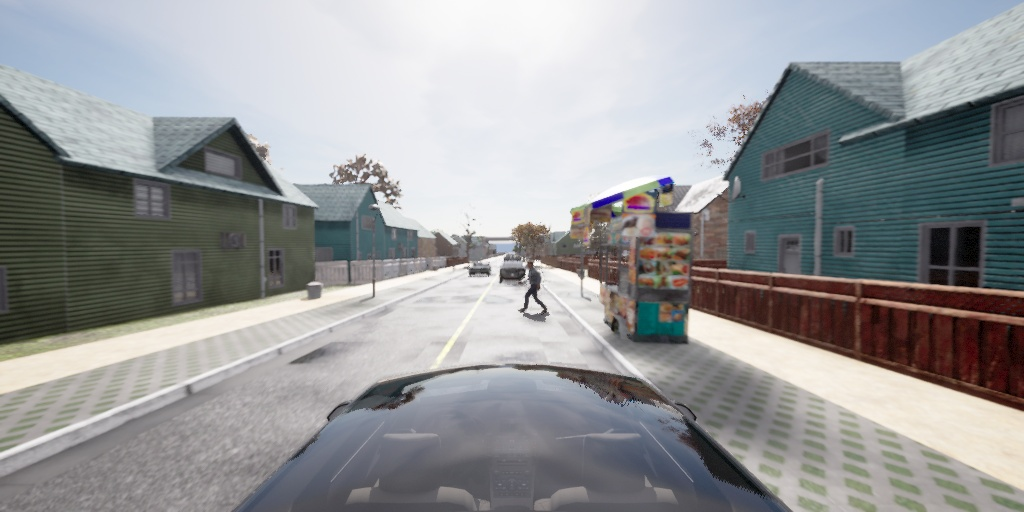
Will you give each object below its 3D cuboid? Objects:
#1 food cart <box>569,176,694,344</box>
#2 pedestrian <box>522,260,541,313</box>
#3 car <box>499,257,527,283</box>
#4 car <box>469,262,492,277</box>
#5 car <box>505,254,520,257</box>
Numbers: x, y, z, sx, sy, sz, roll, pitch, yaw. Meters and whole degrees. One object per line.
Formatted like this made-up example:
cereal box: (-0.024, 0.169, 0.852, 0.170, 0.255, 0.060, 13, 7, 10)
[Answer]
food cart: (3.008, 0.172, 9.186, 2.280, 3.560, 4.660, 0, 0, 0)
pedestrian: (0.645, 0.986, 11.779, 0.375, 1.860, 0.375, -2, 2, -5)
car: (0.058, 1.090, 26.148, 1.882, 1.535, 5.008, 0, 1, 0)
car: (-2.854, 1.176, 33.029, 1.895, 1.301, 4.718, 0, 0, 0)
car: (0.074, 0.728, 45.293, 2.150, 2.045, 5.566, 0, 0, 0)
